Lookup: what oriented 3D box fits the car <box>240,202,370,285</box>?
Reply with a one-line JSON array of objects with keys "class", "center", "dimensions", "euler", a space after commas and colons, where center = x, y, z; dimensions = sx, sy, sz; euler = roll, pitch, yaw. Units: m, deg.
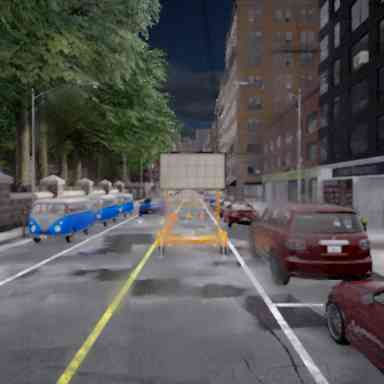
[{"class": "car", "center": [2.867, 1.207, 9.082], "dimensions": [2.192, 1.841, 5.009], "euler": [0, 1, 0]}]

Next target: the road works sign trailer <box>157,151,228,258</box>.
[{"class": "road works sign trailer", "center": [0.018, 0.321, 12.030], "dimensions": [2.380, 3.560, 2.880], "euler": [0, 1, 0]}]

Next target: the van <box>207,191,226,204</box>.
[{"class": "van", "center": [2.914, 0.882, 37.382], "dimensions": [1.690, 1.788, 3.998], "euler": [0, 1, 0]}]

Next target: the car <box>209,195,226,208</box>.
[{"class": "car", "center": [2.905, 1.195, 31.725], "dimensions": [1.802, 1.307, 4.206], "euler": [0, 1, 0]}]

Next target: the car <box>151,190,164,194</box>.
[{"class": "car", "center": [-5.583, 0.634, 54.335], "dimensions": [2.192, 1.841, 5.009], "euler": [0, 1, 0]}]

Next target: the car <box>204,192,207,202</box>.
[{"class": "car", "center": [2.923, 1.013, 43.045], "dimensions": [1.887, 1.381, 4.507], "euler": [0, 1, 0]}]

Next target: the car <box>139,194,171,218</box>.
[{"class": "car", "center": [-3.055, 1.153, 26.840], "dimensions": [1.882, 1.535, 5.008], "euler": [0, 1, 0]}]

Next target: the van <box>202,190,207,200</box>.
[{"class": "van", "center": [2.941, 0.660, 54.362], "dimensions": [1.690, 1.788, 3.998], "euler": [0, 1, 0]}]

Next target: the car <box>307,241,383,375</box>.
[{"class": "car", "center": [2.859, 1.541, 3.425], "dimensions": [1.802, 1.307, 4.206], "euler": [0, 1, 0]}]

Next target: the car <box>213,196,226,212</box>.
[{"class": "car", "center": [2.896, 1.267, 26.065], "dimensions": [1.802, 1.307, 4.206], "euler": [0, 1, 0]}]

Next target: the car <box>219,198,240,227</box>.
[{"class": "car", "center": [2.887, 1.300, 20.405], "dimensions": [1.887, 1.381, 4.507], "euler": [0, 1, 0]}]

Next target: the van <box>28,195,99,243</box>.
[{"class": "van", "center": [-5.648, 1.165, 14.733], "dimensions": [1.690, 1.788, 3.998], "euler": [0, 1, 0]}]

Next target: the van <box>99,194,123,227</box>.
[{"class": "van", "center": [-5.639, 1.096, 20.390], "dimensions": [1.690, 1.788, 3.998], "euler": [0, 1, 0]}]

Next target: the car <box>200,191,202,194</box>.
[{"class": "car", "center": [2.951, 0.808, 60.025], "dimensions": [1.947, 1.339, 4.313], "euler": [0, 1, 0]}]

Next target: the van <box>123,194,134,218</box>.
[{"class": "van", "center": [-5.630, 1.026, 26.048], "dimensions": [1.690, 1.788, 3.998], "euler": [0, 1, 0]}]
